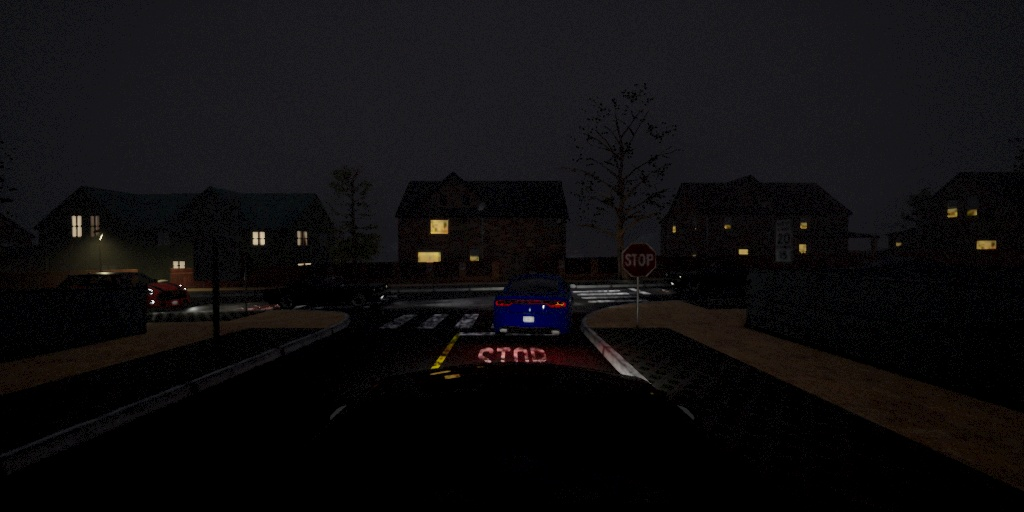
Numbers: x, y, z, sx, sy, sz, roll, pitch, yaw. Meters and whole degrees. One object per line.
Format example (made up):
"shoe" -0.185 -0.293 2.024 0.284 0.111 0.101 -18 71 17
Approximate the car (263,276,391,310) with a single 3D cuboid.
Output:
"car" -7.816 1.517 15.478 4.718 1.301 1.895 -1 1 0

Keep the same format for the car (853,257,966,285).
"car" 20.051 0.767 18.451 5.357 1.411 2.033 -1 1 0

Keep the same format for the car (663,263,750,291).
"car" 10.406 1.048 18.412 4.718 1.301 1.895 -1 1 -1

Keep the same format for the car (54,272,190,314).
"car" -16.803 1.483 15.468 4.553 1.767 2.097 -1 1 0

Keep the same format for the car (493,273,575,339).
"car" 0.784 1.234 10.273 1.882 1.535 5.008 0 0 10
